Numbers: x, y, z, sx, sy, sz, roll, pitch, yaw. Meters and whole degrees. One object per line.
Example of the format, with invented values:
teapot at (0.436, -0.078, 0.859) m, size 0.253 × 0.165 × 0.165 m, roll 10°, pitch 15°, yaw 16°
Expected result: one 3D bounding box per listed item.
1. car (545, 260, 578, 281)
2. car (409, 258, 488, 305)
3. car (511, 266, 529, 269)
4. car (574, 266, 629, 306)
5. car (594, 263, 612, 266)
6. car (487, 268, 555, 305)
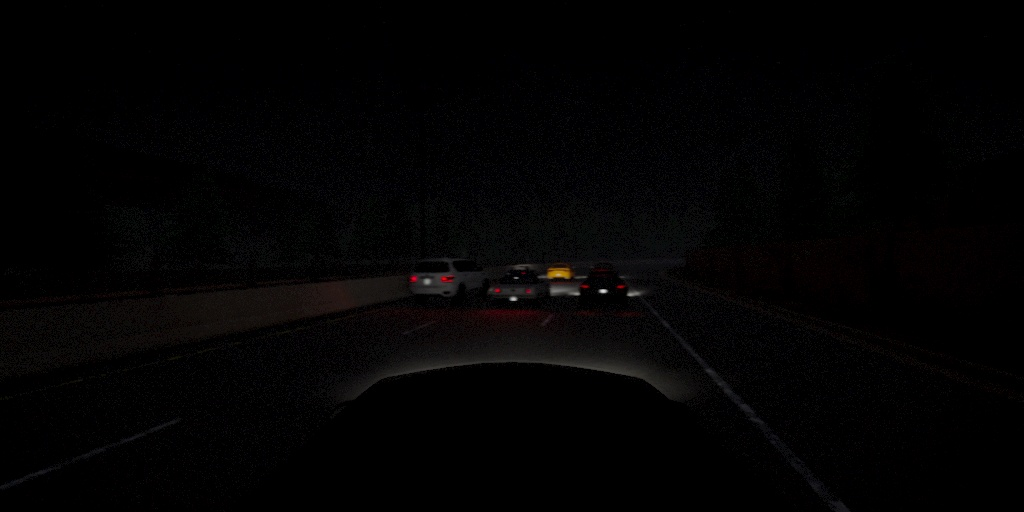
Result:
car at (4.392, 1.353, 31.447) m, size 1.882 × 1.535 × 5.008 m, roll -1°, pitch 0°, yaw 15°
car at (-2.816, 1.112, 17.328) m, size 2.150 × 2.045 × 5.566 m, roll -1°, pitch 0°, yaw 14°
car at (0.896, 1.534, 31.947) m, size 1.895 × 1.301 × 4.718 m, roll -1°, pitch 0°, yaw 14°
car at (4.043, 1.343, 15.870) m, size 1.994 × 1.385 × 4.181 m, roll -1°, pitch 0°, yaw 14°
car at (7.785, 1.294, 30.588) m, size 1.882 × 1.535 × 5.008 m, roll -1°, pitch 0°, yaw 15°
car at (0.604, 1.438, 16.547) m, size 1.895 × 1.301 × 4.718 m, roll -1°, pitch 0°, yaw 14°
